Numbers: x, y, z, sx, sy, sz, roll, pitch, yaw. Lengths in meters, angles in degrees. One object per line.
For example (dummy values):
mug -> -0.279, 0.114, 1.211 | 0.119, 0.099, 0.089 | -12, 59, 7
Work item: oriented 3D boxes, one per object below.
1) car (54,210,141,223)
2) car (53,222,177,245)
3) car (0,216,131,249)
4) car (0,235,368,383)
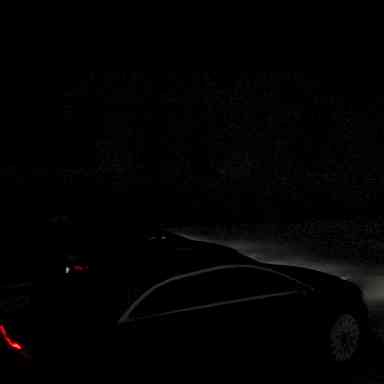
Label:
car -> -4.051, 1.502, 13.986 | 4.674, 1.442, 1.812 | 0, 0, -31
car -> -0.802, 1.552, 7.758 | 4.181, 1.385, 1.994 | 0, 0, -31
car -> -4.435, 1.583, 9.669 | 4.718, 1.301, 1.895 | 0, 0, -31
car -> 0.238, 1.486, 4.304 | 4.902, 1.511, 2.128 | 0, 0, -31
